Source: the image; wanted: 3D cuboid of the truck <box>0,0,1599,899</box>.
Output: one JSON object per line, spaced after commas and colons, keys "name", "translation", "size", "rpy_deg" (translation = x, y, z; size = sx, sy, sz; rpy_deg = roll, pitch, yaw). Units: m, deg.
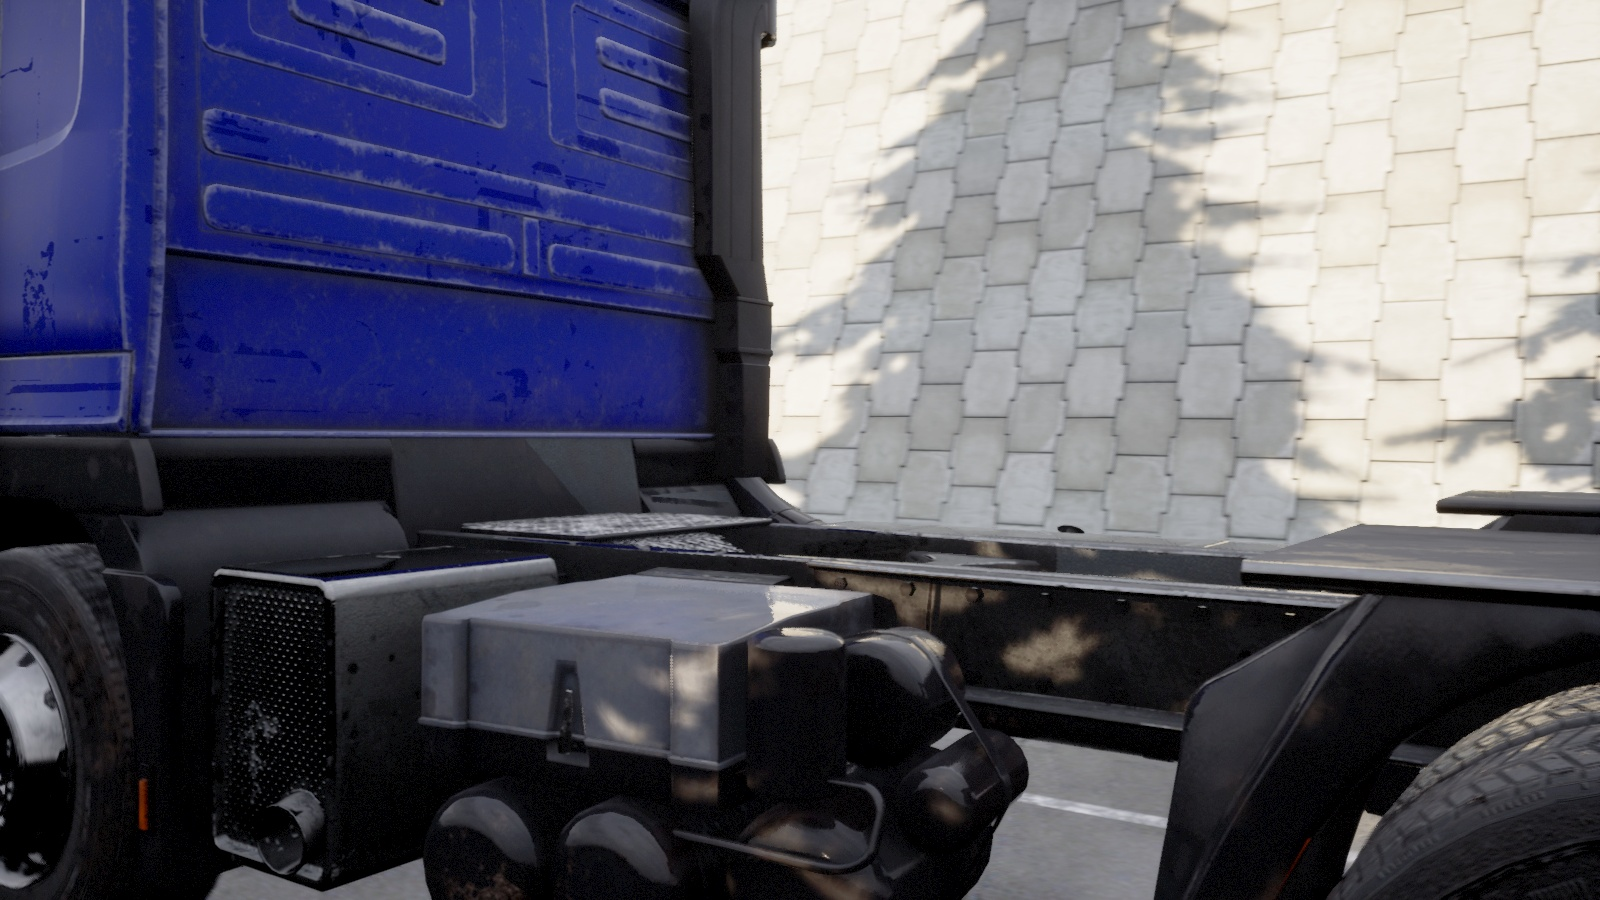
{"name": "truck", "translation": [0.537, -0.300, 3.248], "size": [7.936, 3.462, 2.891], "rpy_deg": [0, 1, 34]}
